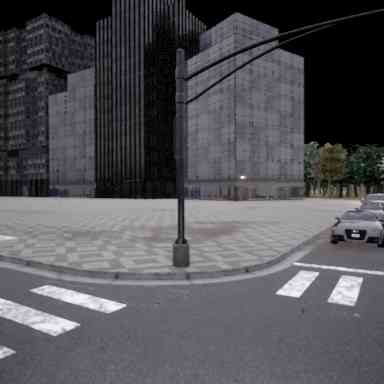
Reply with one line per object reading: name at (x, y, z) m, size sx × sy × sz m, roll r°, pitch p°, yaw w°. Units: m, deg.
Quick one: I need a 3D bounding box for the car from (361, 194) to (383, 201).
car at (18.091, 1.206, 32.709) m, size 2.150 × 2.045 × 5.566 m, roll 0°, pitch 0°, yaw 31°

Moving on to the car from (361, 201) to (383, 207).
car at (12.601, 1.555, 23.518) m, size 1.994 × 1.385 × 4.181 m, roll 0°, pitch 0°, yaw 31°

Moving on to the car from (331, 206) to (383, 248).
car at (7.537, 1.558, 14.992) m, size 1.994 × 1.385 × 4.181 m, roll 0°, pitch 0°, yaw 30°
